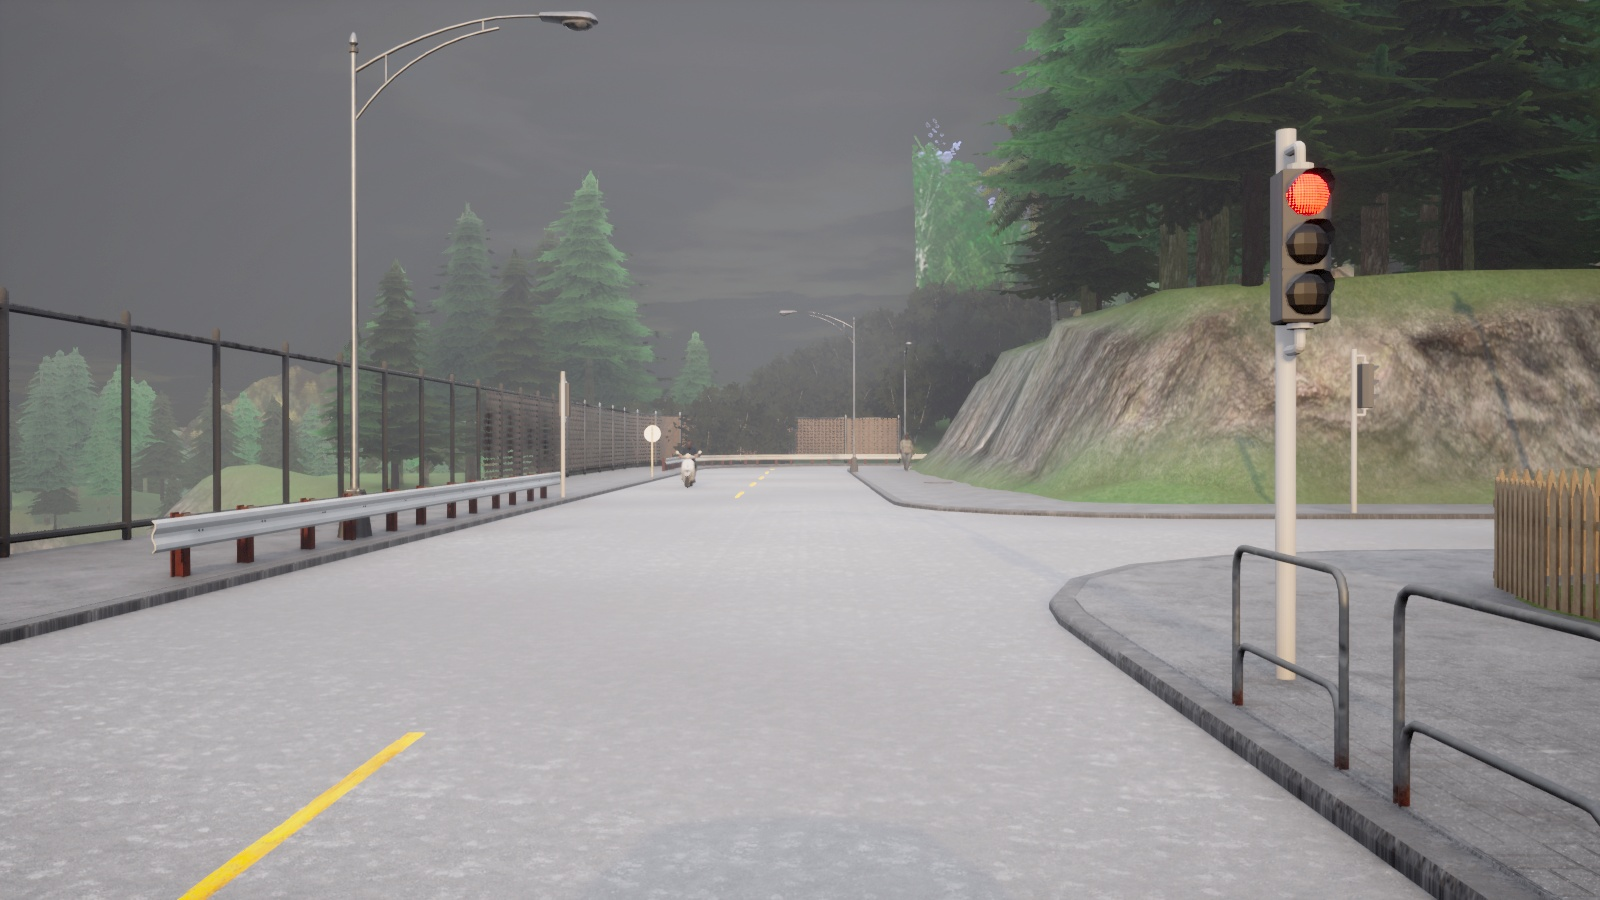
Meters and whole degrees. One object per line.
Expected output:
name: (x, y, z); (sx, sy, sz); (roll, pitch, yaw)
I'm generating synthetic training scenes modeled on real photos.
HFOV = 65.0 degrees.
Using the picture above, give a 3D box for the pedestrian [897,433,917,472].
pedestrian: (5.151, 0.119, 60.539); (0.874, 1.855, 0.900); (0, 0, -1)

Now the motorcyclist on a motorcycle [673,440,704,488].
motorcyclist on a motorcycle: (-3.707, 0.460, 41.900); (0.866, 1.590, 1.817); (0, 0, 0)
